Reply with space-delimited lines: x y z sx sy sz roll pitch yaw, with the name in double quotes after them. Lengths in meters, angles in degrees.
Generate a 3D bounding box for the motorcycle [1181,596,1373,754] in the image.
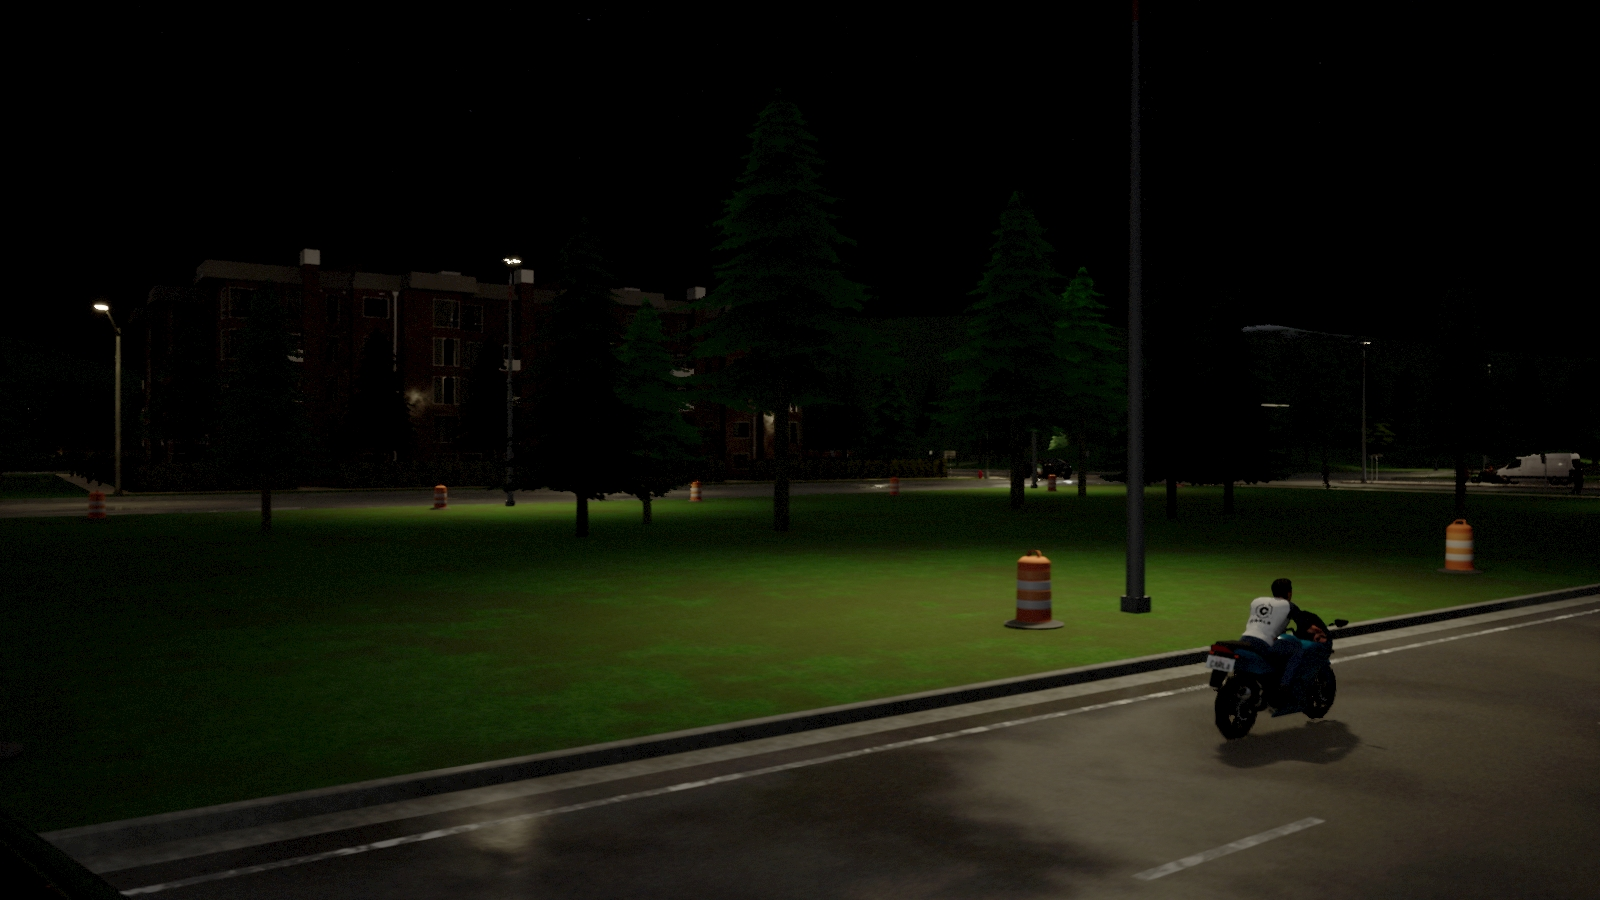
4.782 2.187 11.405 2.033 1.199 0.803 -1 0 -35 "motorcycle"

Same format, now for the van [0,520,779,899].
-3.039 1.534 1.662 5.915 2.561 1.988 0 0 -35 "van"
